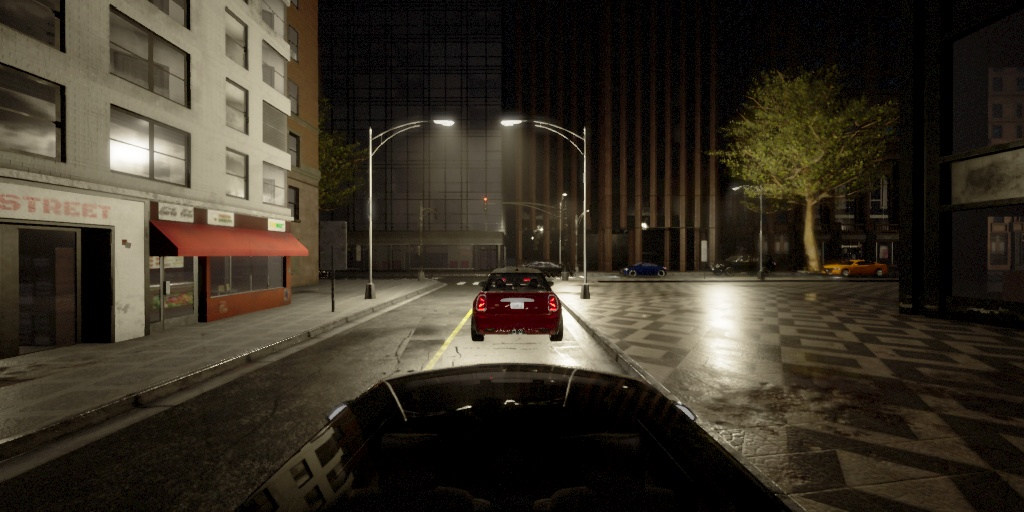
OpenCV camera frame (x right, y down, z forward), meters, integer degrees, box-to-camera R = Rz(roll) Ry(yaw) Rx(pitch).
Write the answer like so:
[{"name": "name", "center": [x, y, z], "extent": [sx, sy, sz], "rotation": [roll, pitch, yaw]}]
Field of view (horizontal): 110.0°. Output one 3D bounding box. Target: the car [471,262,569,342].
[{"name": "car", "center": [0.122, 1.101, 9.955], "extent": [2.097, 1.767, 4.553], "rotation": [0, 0, 0]}]

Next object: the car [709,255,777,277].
[{"name": "car", "center": [21.703, 0.884, 33.764], "extent": [5.566, 2.045, 2.150], "rotation": [0, 0, 0]}]

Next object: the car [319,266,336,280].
[{"name": "car", "center": [-17.767, 1.313, 30.783], "extent": [4.902, 1.511, 2.128], "rotation": [0, 0, 0]}]

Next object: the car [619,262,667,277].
[{"name": "car", "center": [12.318, 1.257, 33.823], "extent": [4.181, 1.385, 1.994], "rotation": [0, 0, 0]}]

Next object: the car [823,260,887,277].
[{"name": "car", "center": [32.154, 1.116, 33.707], "extent": [5.008, 1.535, 1.882], "rotation": [0, 0, 0]}]

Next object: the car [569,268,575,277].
[{"name": "car", "center": [2.922, 1.231, 30.673], "extent": [4.902, 1.511, 2.128], "rotation": [0, 0, 0]}]
